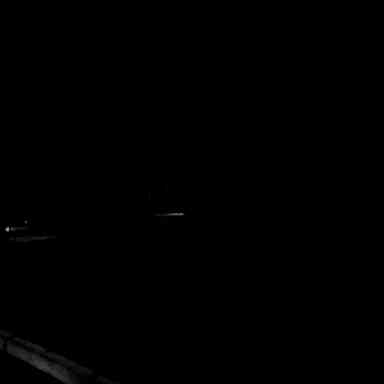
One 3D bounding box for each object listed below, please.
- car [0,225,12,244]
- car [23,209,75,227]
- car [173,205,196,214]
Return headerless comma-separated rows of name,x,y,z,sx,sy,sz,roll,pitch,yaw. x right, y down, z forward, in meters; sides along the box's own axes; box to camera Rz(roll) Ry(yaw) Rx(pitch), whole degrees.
car,-11.669,1.983,16.487,1.882,1.535,5.008,-3,-2,35
car,-13.769,2.479,32.308,2.128,1.511,4.902,-3,-2,33
car,-1.158,2.672,52.129,1.994,1.385,4.181,-3,-2,33
